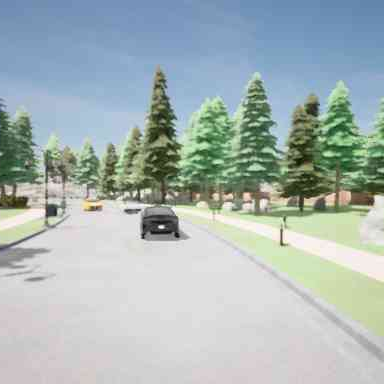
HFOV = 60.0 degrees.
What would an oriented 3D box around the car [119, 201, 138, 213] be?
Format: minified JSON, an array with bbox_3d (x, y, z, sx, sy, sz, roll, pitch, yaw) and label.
[{"bbox_3d":[-6.805,1.587,36.490,1.895,1.301,4.718,0,0,-19],"label":"car"}]

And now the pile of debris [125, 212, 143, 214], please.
[{"bbox_3d":[-6.005,2.162,34.230,1.500,0.140,1.860,0,0,-19],"label":"pile of debris"}]

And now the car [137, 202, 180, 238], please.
[{"bbox_3d":[-1.839,1.470,17.831,1.882,1.535,5.008,0,0,-10],"label":"car"}]

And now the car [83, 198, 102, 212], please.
[{"bbox_3d":[-11.597,1.463,38.684,1.882,1.535,5.008,0,0,-22],"label":"car"}]
